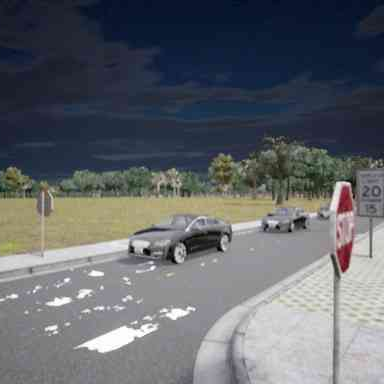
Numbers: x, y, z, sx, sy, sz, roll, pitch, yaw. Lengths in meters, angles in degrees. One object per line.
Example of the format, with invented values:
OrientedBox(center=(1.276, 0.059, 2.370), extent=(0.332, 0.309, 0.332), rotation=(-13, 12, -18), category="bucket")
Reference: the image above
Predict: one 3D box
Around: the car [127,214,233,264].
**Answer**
OrientedBox(center=(-0.250, 1.580, 12.366), extent=(2.128, 1.511, 4.902), rotation=(0, -1, 35), category="car")

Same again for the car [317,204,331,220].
OrientedBox(center=(13.303, 1.851, 31.486), extent=(2.128, 1.511, 4.902), rotation=(0, -1, 35), category="car")

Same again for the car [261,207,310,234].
OrientedBox(center=(6.072, 1.708, 21.291), extent=(2.128, 1.511, 4.902), rotation=(0, 0, 35), category="car")
